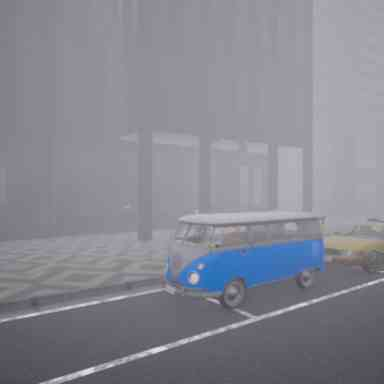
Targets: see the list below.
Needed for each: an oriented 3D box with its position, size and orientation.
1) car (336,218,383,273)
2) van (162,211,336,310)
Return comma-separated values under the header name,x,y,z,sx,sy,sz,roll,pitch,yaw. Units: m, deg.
name,x,y,z,sx,sy,sz,roll,pitch,yaw
car,5.761,1.554,10.744,4.829,1.417,1.752,0,0,-35
van,1.306,1.355,7.576,3.998,1.788,1.690,0,0,-35
